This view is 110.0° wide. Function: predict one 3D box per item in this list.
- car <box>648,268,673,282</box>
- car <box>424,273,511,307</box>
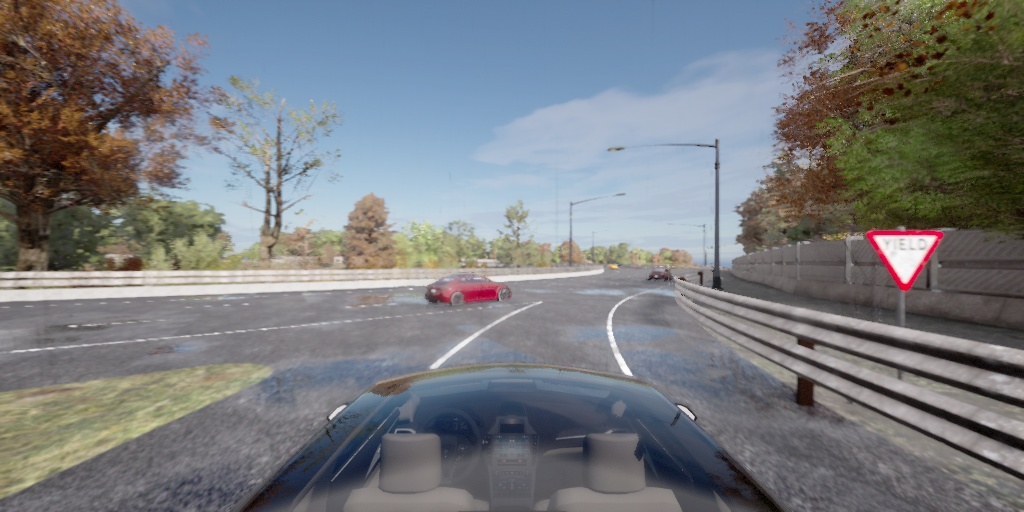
[{"bbox_3d":[16.084,1.964,38.901,1.812,1.442,4.674,0,-1,32],"label":"car"},{"bbox_3d":[-1.986,1.505,16.827,1.994,1.385,4.181,0,-1,45],"label":"car"}]
